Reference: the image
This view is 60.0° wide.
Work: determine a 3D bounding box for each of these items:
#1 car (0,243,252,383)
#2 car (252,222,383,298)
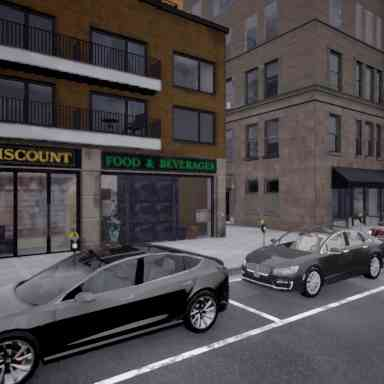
[{"bbox_3d":[-1.334,1.566,5.234,4.313,1.339,1.947,0,0,-35],"label":"car"},{"bbox_3d":[3.174,1.551,8.416,4.403,1.369,2.008,0,0,-35],"label":"car"}]
